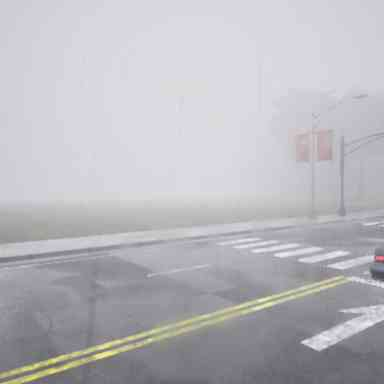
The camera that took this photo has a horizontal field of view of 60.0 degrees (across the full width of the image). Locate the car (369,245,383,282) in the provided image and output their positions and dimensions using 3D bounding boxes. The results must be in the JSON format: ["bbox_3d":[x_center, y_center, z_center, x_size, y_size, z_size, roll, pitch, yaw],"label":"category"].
[{"bbox_3d":[6.357,1.432,7.973,5.357,1.411,2.033,-1,1,-35],"label":"car"}]
